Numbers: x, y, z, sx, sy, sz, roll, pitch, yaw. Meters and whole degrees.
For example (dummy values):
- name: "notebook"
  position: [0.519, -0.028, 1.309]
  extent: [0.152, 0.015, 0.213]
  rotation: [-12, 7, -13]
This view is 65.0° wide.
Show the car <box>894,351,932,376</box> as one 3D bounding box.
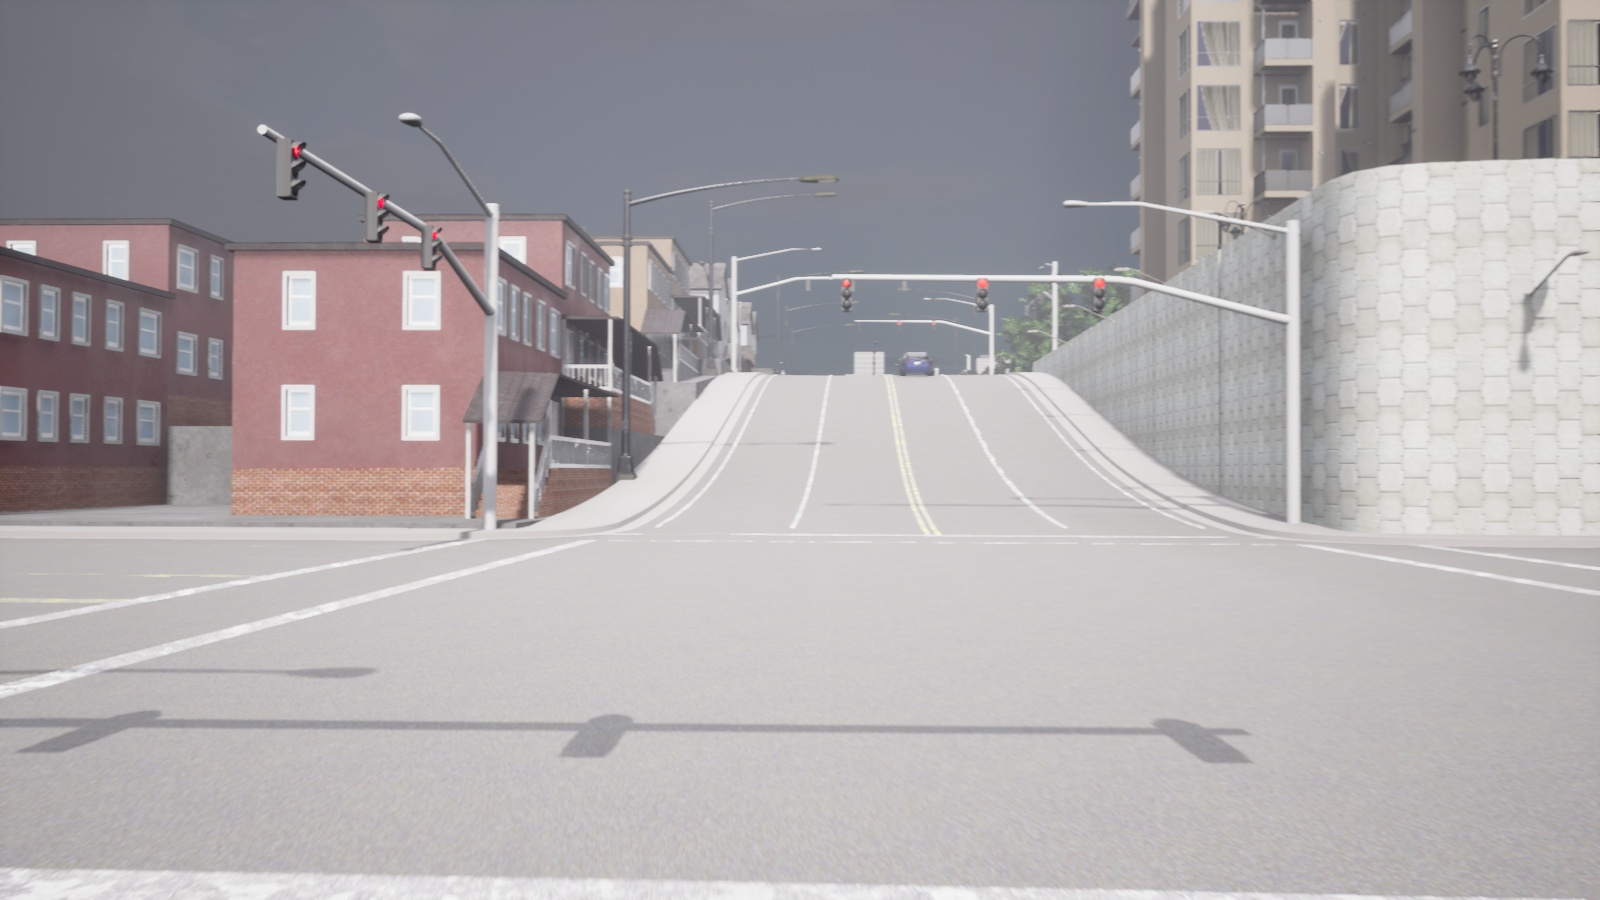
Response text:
- name: "car"
  position: [6.957, -5.368, 77.796]
  extent: [2.163, 1.488, 4.792]
  rotation: [0, 4, 3]
